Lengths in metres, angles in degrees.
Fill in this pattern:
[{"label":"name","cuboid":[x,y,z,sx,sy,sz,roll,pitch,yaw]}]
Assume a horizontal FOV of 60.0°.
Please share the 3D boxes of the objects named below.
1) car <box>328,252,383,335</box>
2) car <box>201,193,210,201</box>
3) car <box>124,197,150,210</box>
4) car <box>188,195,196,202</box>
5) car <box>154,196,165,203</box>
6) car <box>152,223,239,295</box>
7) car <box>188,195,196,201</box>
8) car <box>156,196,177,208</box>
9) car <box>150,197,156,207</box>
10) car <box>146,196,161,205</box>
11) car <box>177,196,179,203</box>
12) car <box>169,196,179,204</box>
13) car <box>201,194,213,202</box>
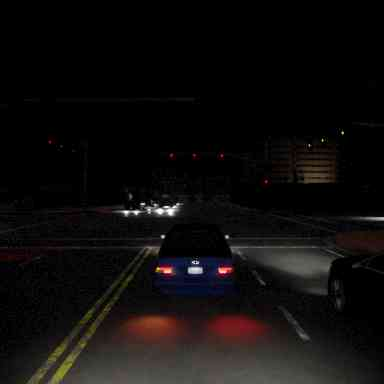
[{"label":"car","cuboid":[3.560,1.491,4.624,2.128,1.511,4.902,0,0,0]},{"label":"car","cuboid":[3.443,1.228,84.616,2.097,1.767,4.553,0,0,0]},{"label":"car","cuboid":[-7.170,1.547,42.314,2.033,1.411,5.357,0,0,2]},{"label":"car","cuboid":[-0.050,1.531,74.368,2.033,1.411,5.357,0,0,0]},{"label":"car","cuboid":[-7.048,1.553,71.675,1.994,1.385,4.181,0,0,0]},{"label":"car","cuboid":[0.077,1.547,8.868,2.033,1.411,5.357,0,0,0]},{"label":"car","cuboid":[-0.057,1.425,84.641,1.994,1.385,4.181,0,0,0]},{"label":"car","cuboid":[-3.630,1.601,47.563,1.895,1.301,4.718,0,0,0]},{"label":"car","cuboid":[-7.128,1.505,51.956,1.837,1.490,4.892,0,0,0]},{"label":"car","cuboid":[-7.105,1.547,61.756,2.033,1.411,5.357,0,0,0]},{"label":"car","cuboid":[-3.622,1.492,56.880,2.128,1.511,4.902,0,0,0]},{"label":"car","cuboid":[-3.566,1.505,66.926,1.837,1.490,4.892,0,0,0]},{"label":"car","cuboid":[3.450,1.344,74.660,2.097,1.767,4.553,0,0,0]}]
